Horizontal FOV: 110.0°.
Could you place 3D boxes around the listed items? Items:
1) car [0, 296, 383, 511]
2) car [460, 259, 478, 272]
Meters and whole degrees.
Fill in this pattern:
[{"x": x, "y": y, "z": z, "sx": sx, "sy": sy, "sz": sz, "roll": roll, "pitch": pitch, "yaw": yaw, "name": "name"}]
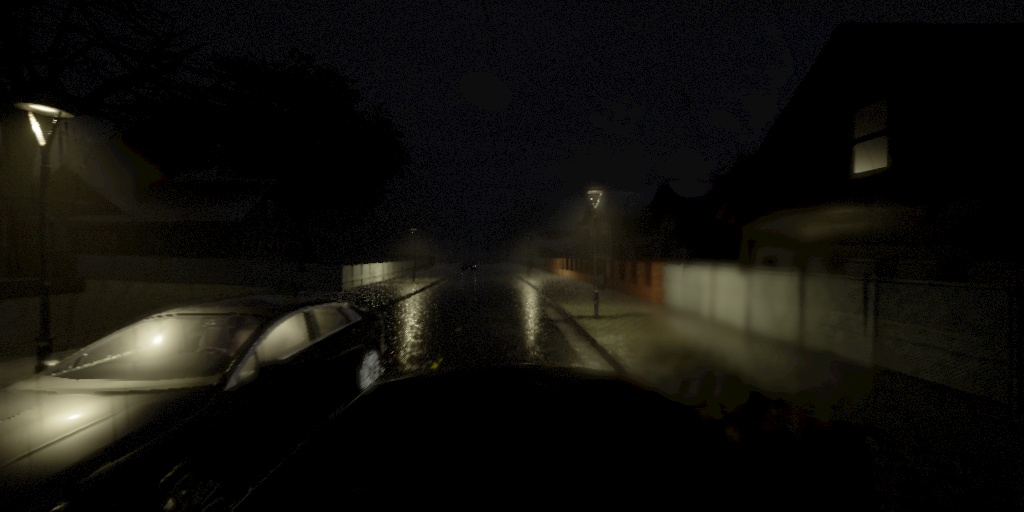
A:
[{"x": -2.894, "y": 1.243, "z": 3.688, "sx": 2.128, "sy": 1.511, "sz": 4.902, "roll": 0, "pitch": 0, "yaw": 0, "name": "car"}, {"x": -5.401, "y": 1.172, "z": 45.183, "sx": 1.837, "sy": 1.490, "sz": 4.892, "roll": 0, "pitch": 0, "yaw": -7, "name": "car"}]
